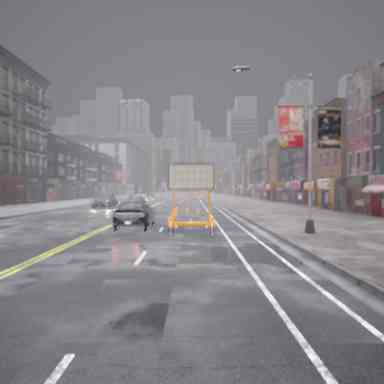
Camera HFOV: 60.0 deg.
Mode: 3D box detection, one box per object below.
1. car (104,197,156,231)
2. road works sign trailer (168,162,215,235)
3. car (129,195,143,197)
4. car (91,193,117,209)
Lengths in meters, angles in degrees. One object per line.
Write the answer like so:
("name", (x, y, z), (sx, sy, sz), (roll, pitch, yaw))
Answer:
("car", (-3.187, 1.276, 18.915), (2.128, 1.511, 4.902), (0, 1, 0))
("road works sign trailer", (-0.034, 0.267, 17.245), (2.380, 3.560, 2.880), (0, 1, 0))
("car", (-6.671, 1.064, 39.063), (2.128, 1.511, 4.902), (0, 1, 0))
("car", (-9.917, 0.938, 37.723), (2.097, 1.767, 4.553), (0, 1, 0))
